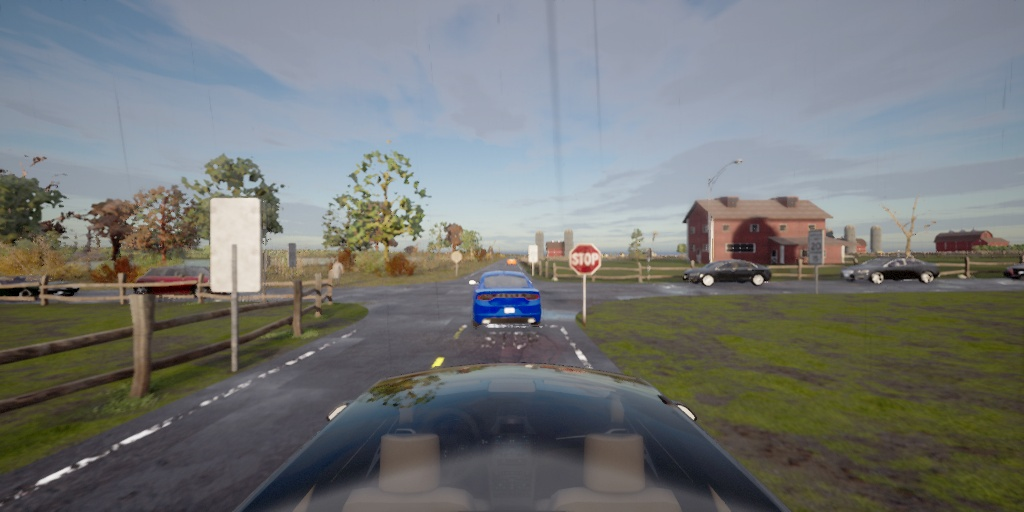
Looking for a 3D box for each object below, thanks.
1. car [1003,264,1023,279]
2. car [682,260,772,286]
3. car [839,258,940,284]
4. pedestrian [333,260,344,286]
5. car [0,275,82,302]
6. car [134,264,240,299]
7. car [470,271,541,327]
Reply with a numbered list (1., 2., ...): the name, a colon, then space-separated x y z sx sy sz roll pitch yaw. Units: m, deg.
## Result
1. car: 32.754 0.785 21.646 4.181 1.385 1.994 -1 1 1
2. car: 12.998 1.016 21.846 4.892 1.490 1.837 -1 1 2
3. car: 22.752 0.861 21.731 4.902 1.511 2.128 -1 1 0
4. pedestrian: -12.163 1.141 25.022 0.375 1.860 0.375 0 1 0
5. car: -26.370 1.691 19.252 4.718 1.301 1.895 -1 1 1
6. car: -17.089 1.314 19.105 4.553 1.767 2.097 -1 1 1
7. car: -0.335 1.217 11.547 1.882 1.535 5.008 0 0 -6
